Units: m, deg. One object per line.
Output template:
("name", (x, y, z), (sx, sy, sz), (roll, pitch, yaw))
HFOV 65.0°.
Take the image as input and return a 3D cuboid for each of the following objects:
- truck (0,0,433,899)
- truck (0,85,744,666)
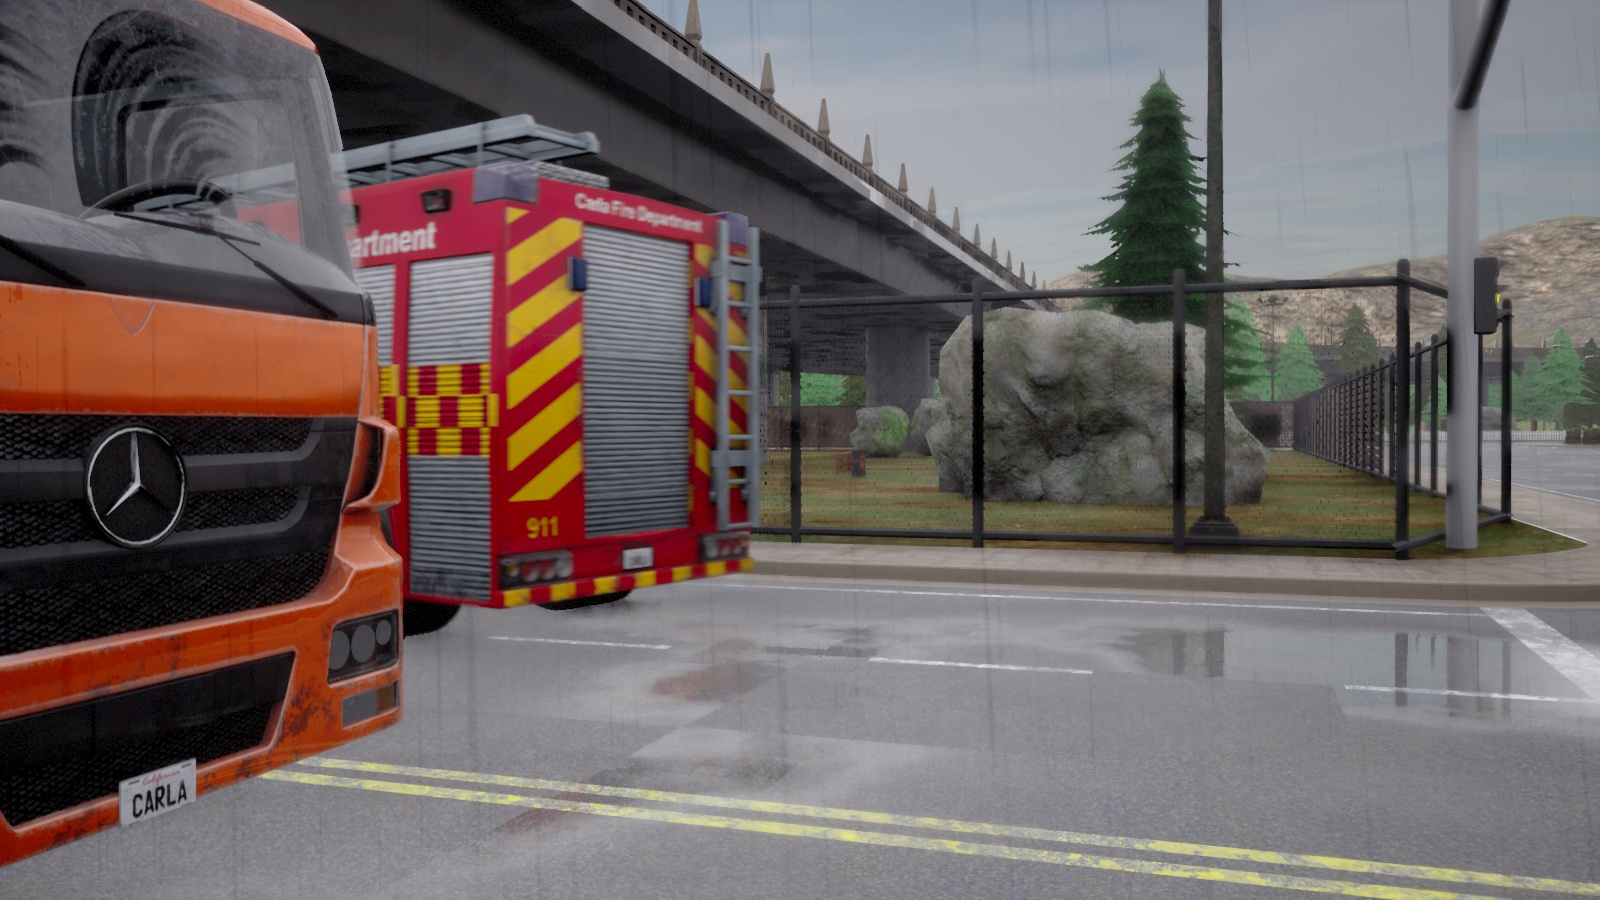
("truck", (-5.760, -0.260, 5.158), (7.936, 3.462, 2.891), (1, 1, 19))
("truck", (-4.794, -0.546, 11.867), (8.468, 3.827, 2.891), (1, 1, 35))
